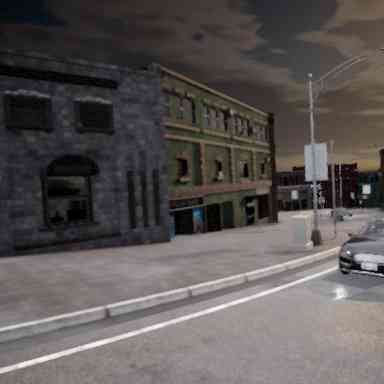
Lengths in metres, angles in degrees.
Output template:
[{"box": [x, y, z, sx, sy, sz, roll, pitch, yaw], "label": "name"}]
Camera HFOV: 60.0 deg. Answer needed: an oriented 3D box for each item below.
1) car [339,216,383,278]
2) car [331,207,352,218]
[{"box": [6.034, 1.609, 10.026, 2.128, 1.511, 4.902, -1, -2, 43], "label": "car"}, {"box": [21.928, 2.996, 48.985, 1.812, 1.442, 4.674, -3, -3, 5], "label": "car"}]
